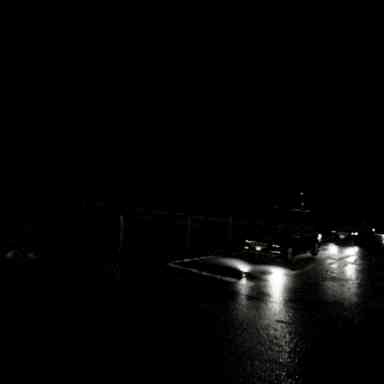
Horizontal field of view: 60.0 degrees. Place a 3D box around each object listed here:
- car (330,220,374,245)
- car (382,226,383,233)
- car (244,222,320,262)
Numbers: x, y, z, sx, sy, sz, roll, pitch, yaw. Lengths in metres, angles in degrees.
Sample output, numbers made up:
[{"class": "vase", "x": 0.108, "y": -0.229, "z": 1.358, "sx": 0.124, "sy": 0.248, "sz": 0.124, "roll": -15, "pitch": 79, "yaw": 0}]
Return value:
[{"class": "car", "x": 11.194, "y": 2.735, "z": 23.063, "sx": 2.128, "sy": 1.511, "sz": 4.902, "roll": 2, "pitch": -2, "yaw": 41}, {"class": "car", "x": 21.629, "y": 3.710, "z": 35.082, "sx": 2.033, "sy": 1.411, "sz": 5.357, "roll": 2, "pitch": -2, "yaw": 41}, {"class": "car", "x": 4.227, "y": 2.132, "z": 15.013, "sx": 1.837, "sy": 1.490, "sz": 4.892, "roll": 2, "pitch": -2, "yaw": 41}]
